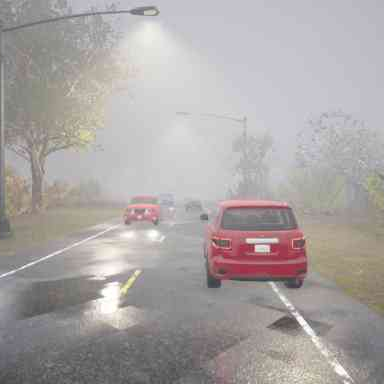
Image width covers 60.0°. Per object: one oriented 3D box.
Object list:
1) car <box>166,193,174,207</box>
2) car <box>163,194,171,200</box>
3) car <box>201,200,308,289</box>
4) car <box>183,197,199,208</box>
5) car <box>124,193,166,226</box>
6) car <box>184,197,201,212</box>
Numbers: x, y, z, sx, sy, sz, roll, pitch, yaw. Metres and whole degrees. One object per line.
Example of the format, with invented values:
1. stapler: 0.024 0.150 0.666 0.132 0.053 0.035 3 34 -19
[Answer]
1. car: -3.810 1.131 49.429 2.150 2.045 5.566 0 0 -3
2. car: -6.265 1.230 84.074 1.994 1.385 4.181 0 0 -6
3. car: 1.455 1.217 9.325 2.150 2.045 5.566 0 0 1
4. car: -0.213 1.456 48.945 2.033 1.411 5.357 0 0 -2
5. car: -3.277 1.195 23.466 2.150 2.045 5.566 0 0 0
6. car: 0.172 1.441 38.591 1.837 1.490 4.892 0 0 -2
